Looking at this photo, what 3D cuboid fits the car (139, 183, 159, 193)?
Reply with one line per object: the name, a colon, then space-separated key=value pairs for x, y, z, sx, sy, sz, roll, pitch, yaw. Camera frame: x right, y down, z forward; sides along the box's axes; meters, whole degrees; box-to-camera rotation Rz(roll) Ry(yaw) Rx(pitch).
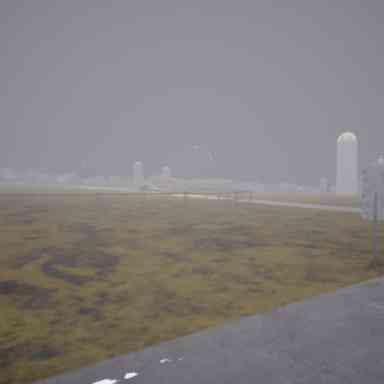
car: x=-7.492 y=-0.725 z=57.928 sx=2.128 sy=1.511 sz=4.902 roll=1 pitch=2 yaw=-36
